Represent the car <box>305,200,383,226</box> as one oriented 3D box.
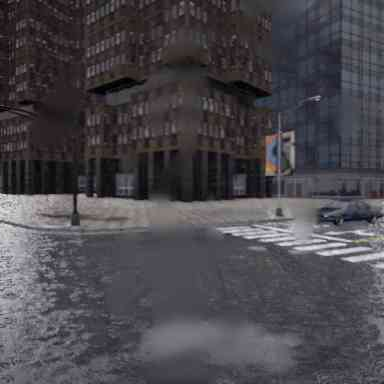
[{"bbox_3d":[9.575,1.223,20.720,5.357,1.411,2.033,0,1,-27],"label":"car"}]
